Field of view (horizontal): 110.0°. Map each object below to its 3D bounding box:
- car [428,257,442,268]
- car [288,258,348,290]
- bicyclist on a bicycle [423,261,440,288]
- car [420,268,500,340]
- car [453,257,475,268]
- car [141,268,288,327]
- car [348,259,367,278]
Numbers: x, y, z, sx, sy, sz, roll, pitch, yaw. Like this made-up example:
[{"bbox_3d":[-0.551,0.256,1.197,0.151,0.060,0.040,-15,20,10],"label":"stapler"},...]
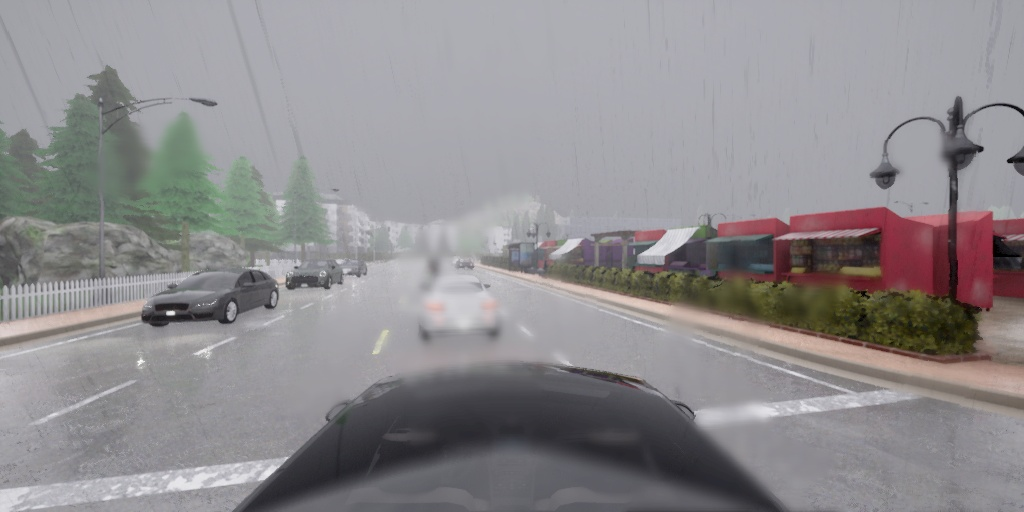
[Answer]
[{"bbox_3d":[-10.959,0.871,50.797,1.837,1.490,4.892,0,0,-13],"label":"car"},{"bbox_3d":[-11.433,0.954,21.061,2.097,1.767,4.553,0,0,-13],"label":"car"},{"bbox_3d":[-4.348,1.069,19.612,0.582,1.620,1.656,0,1,25],"label":"bicyclist on a bicycle"},{"bbox_3d":[-1.494,1.221,9.768,1.812,1.442,4.674,0,0,-12],"label":"car"},{"bbox_3d":[-5.712,1.025,43.748,1.895,1.301,4.718,0,0,-13],"label":"car"},{"bbox_3d":[-9.210,1.184,11.466,1.837,1.490,4.892,0,0,-13],"label":"car"},{"bbox_3d":[-13.652,1.016,30.679,2.128,1.511,4.902,0,0,-13],"label":"car"}]
